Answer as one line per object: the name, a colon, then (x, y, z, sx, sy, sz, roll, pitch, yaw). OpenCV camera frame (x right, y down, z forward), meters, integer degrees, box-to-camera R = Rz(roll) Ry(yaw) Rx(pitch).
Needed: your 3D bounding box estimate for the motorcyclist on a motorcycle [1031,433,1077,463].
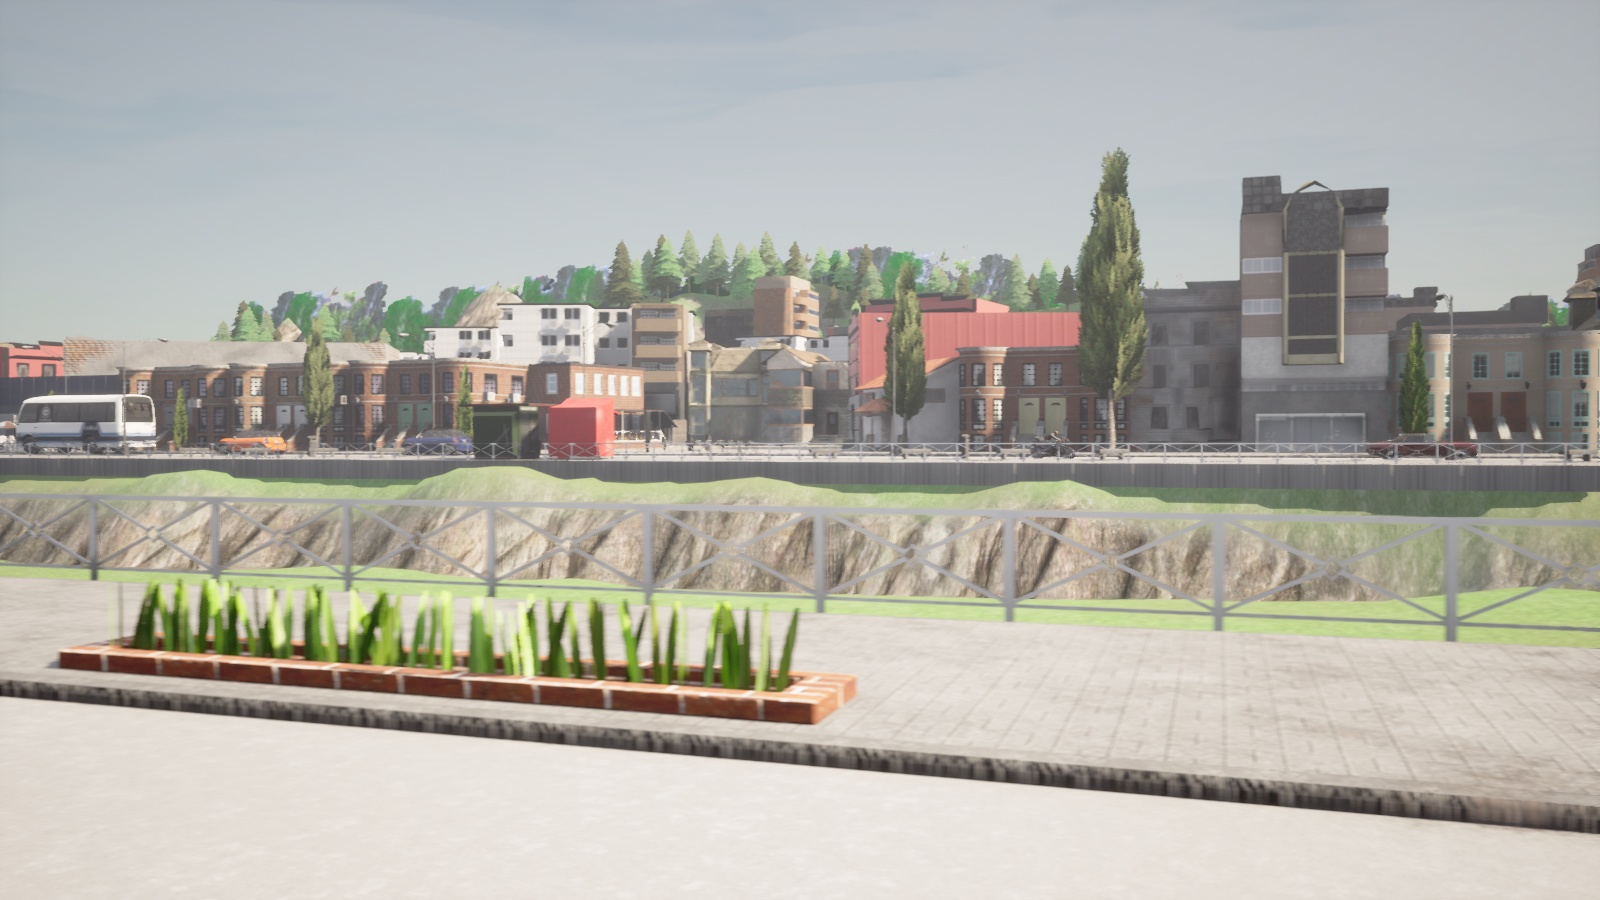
motorcyclist on a motorcycle: (13.047, -0.121, 64.439, 2.191, 1.530, 0.866, 1, 1, 19)

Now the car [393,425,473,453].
car: (-23.676, -0.701, 80.998, 4.553, 1.767, 2.097, 1, 1, 19)

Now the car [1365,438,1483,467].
car: (29.236, 0.092, 58.998, 4.718, 1.301, 1.895, 1, 1, 19)

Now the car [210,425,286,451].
car: (-37.649, -0.829, 85.695, 4.553, 1.767, 2.097, 1, 1, 19)
